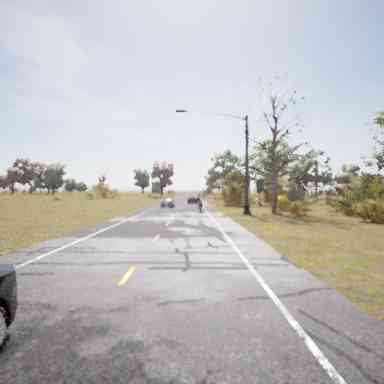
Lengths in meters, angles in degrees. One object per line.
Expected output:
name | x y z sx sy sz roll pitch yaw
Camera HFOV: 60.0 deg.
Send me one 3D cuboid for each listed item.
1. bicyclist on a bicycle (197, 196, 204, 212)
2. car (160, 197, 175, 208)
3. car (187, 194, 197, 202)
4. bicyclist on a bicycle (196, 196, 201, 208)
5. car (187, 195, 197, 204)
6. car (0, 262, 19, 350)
bicyclist on a bicycle | 0.980 1.472 37.880 0.866 1.612 1.509 0 0 0
car | -3.569 1.540 48.843 2.128 1.511 4.902 0 0 0
car | 0.002 1.431 77.202 2.097 1.767 4.553 0 0 0
bicyclist on a bicycle | 0.964 1.417 48.096 0.659 1.776 1.843 0 0 0
car | 0.041 1.566 65.688 1.837 1.490 4.892 0 -1 1
car | -3.600 1.481 3.068 1.882 1.535 5.008 0 0 0
